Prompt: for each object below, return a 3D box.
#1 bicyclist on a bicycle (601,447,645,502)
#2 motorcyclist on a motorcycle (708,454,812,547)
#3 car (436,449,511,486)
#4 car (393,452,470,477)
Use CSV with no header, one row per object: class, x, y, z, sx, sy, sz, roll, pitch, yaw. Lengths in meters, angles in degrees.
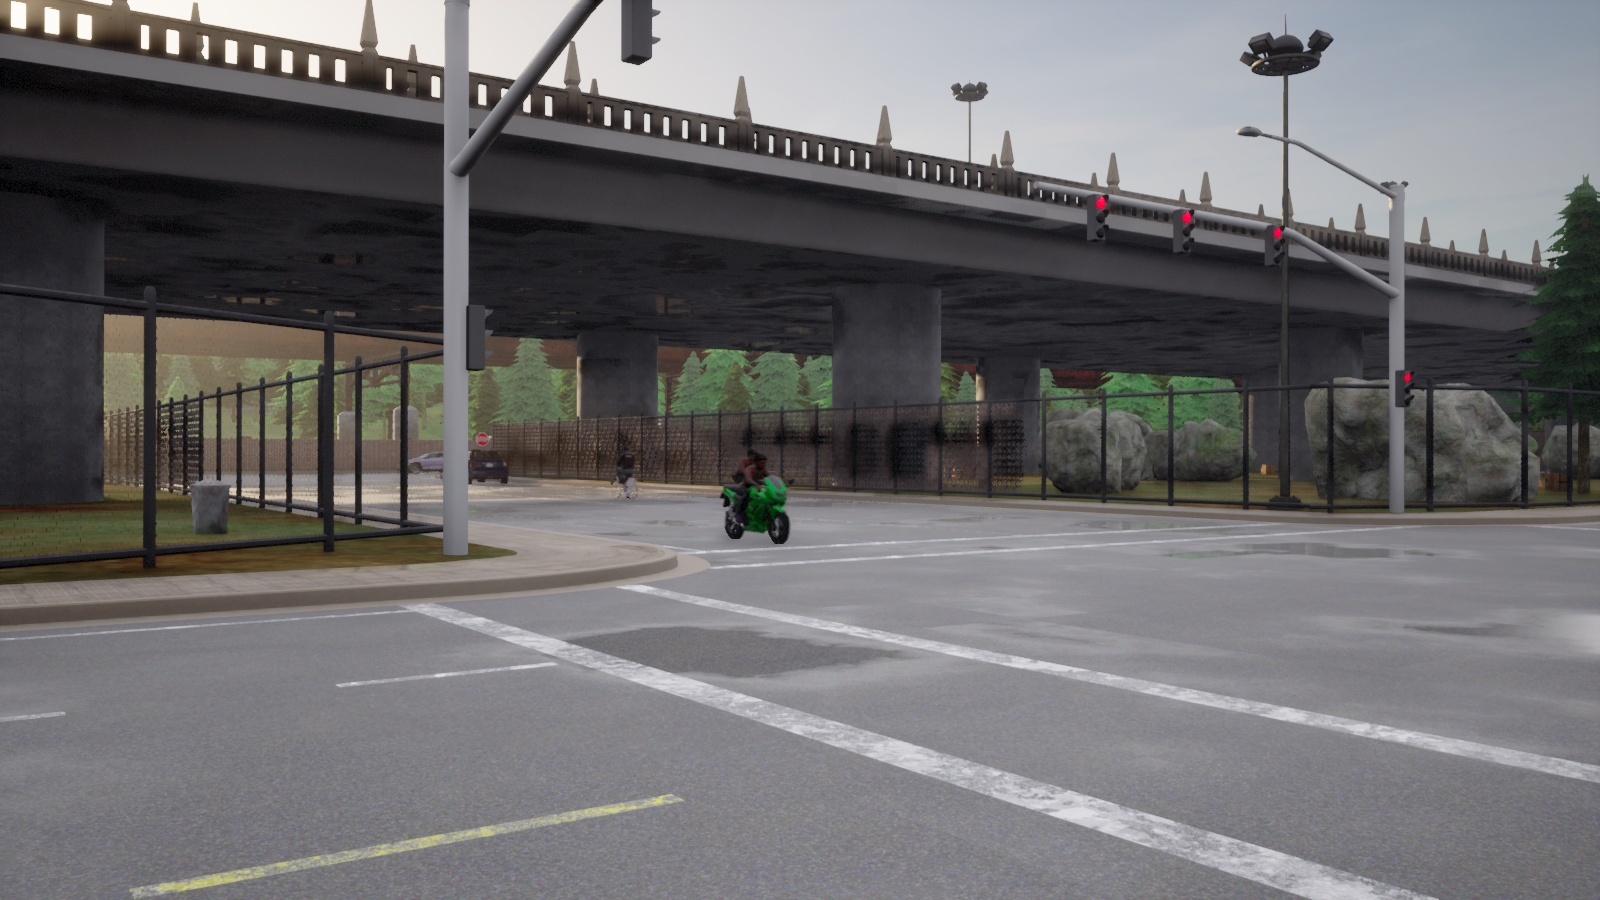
bicyclist on a bicycle,-5.783,0.781,41.048,0.659,1.776,1.843,0,0,-35
motorcyclist on a motorcycle,-0.718,0.835,21.599,0.797,1.523,2.044,0,0,-35
car,-16.138,0.841,61.955,2.097,1.767,4.553,0,0,-35
car,-25.865,0.996,88.189,4.856,1.649,2.033,0,0,-34
